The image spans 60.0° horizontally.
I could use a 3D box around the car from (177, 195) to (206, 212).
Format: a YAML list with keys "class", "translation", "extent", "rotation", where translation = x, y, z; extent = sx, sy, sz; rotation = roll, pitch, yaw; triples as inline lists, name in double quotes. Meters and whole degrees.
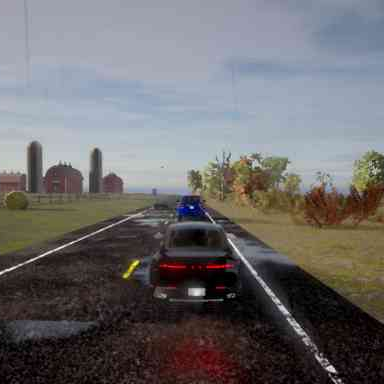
- class: "car"
  translation: [-0.043, 1.221, 27.122]
  extent: [2.150, 2.045, 5.566]
  rotation: [0, 0, -1]

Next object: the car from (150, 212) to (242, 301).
- class: "car"
  translation: [0.078, 1.505, 8.328]
  extent: [1.837, 1.490, 4.892]
  rotation: [0, 1, 0]

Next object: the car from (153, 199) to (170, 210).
- class: "car"
  translation: [-3.830, 1.608, 42.566]
  extent: [1.895, 1.301, 4.718]
  rotation: [0, 0, -1]
